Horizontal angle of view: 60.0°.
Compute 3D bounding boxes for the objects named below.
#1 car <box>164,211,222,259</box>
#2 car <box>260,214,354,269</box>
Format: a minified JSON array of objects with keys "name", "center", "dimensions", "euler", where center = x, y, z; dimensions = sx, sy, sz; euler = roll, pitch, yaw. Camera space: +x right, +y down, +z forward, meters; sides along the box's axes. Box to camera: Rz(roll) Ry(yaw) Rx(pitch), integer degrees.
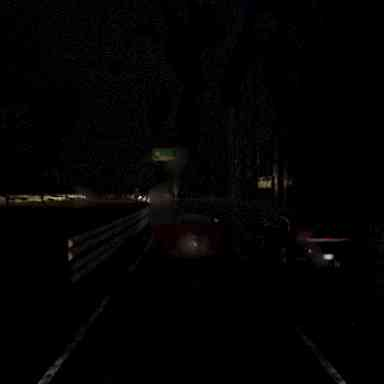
[{"name":"car","center":[0.005,1.468,12.667],"dimensions":[1.882,1.535,5.008],"euler":[0,0,-1]},{"name":"car","center":[3.583,1.483,11.153],"dimensions":[2.128,1.511,4.902],"euler":[0,0,0]}]
